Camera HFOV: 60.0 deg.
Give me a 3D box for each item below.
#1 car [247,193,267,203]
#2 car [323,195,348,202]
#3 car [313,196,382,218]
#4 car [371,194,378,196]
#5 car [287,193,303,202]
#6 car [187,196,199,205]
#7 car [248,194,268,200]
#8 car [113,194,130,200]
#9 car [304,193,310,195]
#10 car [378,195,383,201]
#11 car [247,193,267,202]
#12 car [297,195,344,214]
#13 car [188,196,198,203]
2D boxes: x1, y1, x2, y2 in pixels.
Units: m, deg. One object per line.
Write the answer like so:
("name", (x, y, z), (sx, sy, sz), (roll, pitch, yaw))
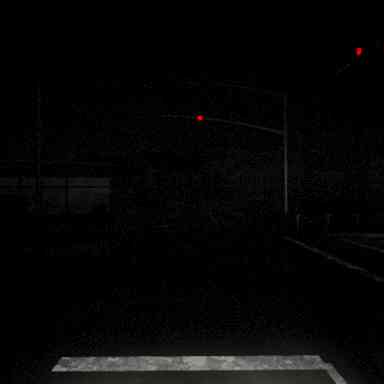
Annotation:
("car", (12.822, 1.381, 65.601), (3.806, 1.475, 1.970), (0, 0, 0))
("car", (31.285, 1.320, 72.651), (4.514, 1.523, 2.007), (0, 0, 0))
("car", (13.068, 1.348, 28.208), (4.514, 1.523, 2.007), (0, 0, 0))
("car", (38.348, 1.254, 69.015), (3.806, 1.475, 1.970), (0, 0, 0))
("car", (21.301, 1.118, 65.672), (4.605, 1.855, 1.932), (0, 0, 0))
("car", (0.224, 1.523, 59.238), (1.837, 1.490, 4.892), (0, 0, 0))
("car", (18.094, 1.362, 91.559), (4.902, 1.511, 2.128), (0, 0, 0))
("car", (-19.441, 1.361, 91.518), (4.674, 1.442, 1.812), (0, 0, 0))
("car", (20.636, 1.314, 53.212), (4.514, 1.523, 2.007), (0, 0, 0))
("car", (38.696, 1.173, 62.599), (5.027, 1.636, 2.152), (0, 0, 0))
("car", (13.420, 1.098, 68.928), (3.866, 1.878, 1.905), (0, 0, 0))
("car", (13.003, 1.340, 31.344), (5.027, 1.636, 2.152), (0, 0, 0))
("car", (0.243, 1.569, 69.624), (2.033, 1.411, 5.357), (0, 0, 0))
